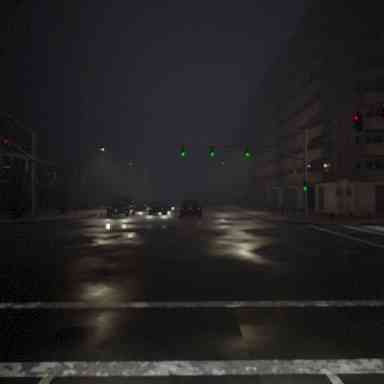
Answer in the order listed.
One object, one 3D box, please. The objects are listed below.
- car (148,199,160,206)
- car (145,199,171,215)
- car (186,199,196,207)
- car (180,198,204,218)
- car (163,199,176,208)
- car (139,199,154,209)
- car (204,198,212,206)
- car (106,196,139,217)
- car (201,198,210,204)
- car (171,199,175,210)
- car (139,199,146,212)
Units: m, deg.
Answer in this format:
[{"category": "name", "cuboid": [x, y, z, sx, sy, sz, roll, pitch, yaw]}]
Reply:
[{"category": "car", "cuboid": [-7.407, 2.062, 65.226, 1.895, 1.301, 4.718, 0, 0, 0]}, {"category": "car", "cuboid": [-3.802, 1.748, 38.169, 1.882, 1.535, 5.008, 0, 0, 0]}, {"category": "car", "cuboid": [-0.253, 1.961, 61.750, 1.812, 1.442, 4.674, 0, 0, 0]}, {"category": "car", "cuboid": [-0.110, 1.587, 33.202, 2.097, 1.767, 4.553, 0, 0, 1]}, {"category": "car", "cuboid": [-3.906, 1.971, 57.671, 1.994, 1.385, 4.181, 0, 0, -1]}, {"category": "car", "cuboid": [-7.395, 1.893, 54.933, 1.837, 1.490, 4.892, 0, 0, 0]}, {"category": "car", "cuboid": [3.111, 2.043, 67.981, 1.994, 1.385, 4.181, 0, 0, 0]}, {"category": "car", "cuboid": [-7.284, 1.467, 34.620, 2.150, 2.045, 5.566, 0, 0, 0]}, {"category": "car", "cuboid": [3.053, 2.140, 77.924, 1.895, 1.301, 4.718, 0, 0, 0]}, {"category": "car", "cuboid": [-3.856, 1.828, 47.656, 2.128, 1.511, 4.902, 0, 0, 0]}, {"category": "car", "cuboid": [-7.343, 1.793, 44.621, 1.882, 1.535, 5.008, 0, 0, 0]}]
